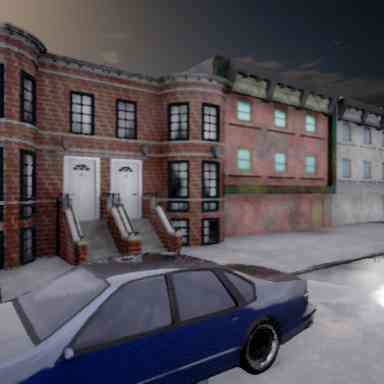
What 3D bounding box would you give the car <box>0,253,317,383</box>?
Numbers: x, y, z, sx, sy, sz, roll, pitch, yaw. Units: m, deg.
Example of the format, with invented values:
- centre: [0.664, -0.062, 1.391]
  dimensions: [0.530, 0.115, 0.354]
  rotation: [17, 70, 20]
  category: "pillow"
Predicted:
- centre: [-0.723, 1.547, 4.068]
  dimensions: [5.357, 1.411, 2.033]
  rotation: [0, 0, -35]
  category: "car"
